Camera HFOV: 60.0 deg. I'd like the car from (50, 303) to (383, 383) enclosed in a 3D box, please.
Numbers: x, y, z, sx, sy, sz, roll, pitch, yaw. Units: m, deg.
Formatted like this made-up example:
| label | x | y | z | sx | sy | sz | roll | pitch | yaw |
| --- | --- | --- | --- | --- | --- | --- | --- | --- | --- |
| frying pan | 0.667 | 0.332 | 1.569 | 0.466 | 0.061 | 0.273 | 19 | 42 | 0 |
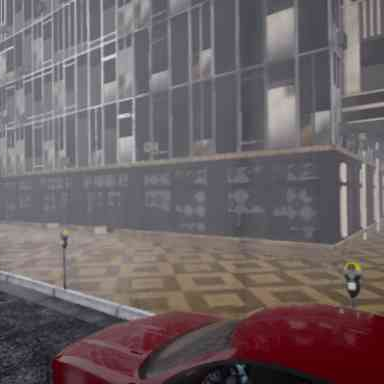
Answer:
| label | x | y | z | sx | sy | sz | roll | pitch | yaw |
| --- | --- | --- | --- | --- | --- | --- | --- | --- | --- |
| car | 0.778 | 1.545 | 2.333 | 4.507 | 1.381 | 1.887 | 0 | -1 | 36 |
